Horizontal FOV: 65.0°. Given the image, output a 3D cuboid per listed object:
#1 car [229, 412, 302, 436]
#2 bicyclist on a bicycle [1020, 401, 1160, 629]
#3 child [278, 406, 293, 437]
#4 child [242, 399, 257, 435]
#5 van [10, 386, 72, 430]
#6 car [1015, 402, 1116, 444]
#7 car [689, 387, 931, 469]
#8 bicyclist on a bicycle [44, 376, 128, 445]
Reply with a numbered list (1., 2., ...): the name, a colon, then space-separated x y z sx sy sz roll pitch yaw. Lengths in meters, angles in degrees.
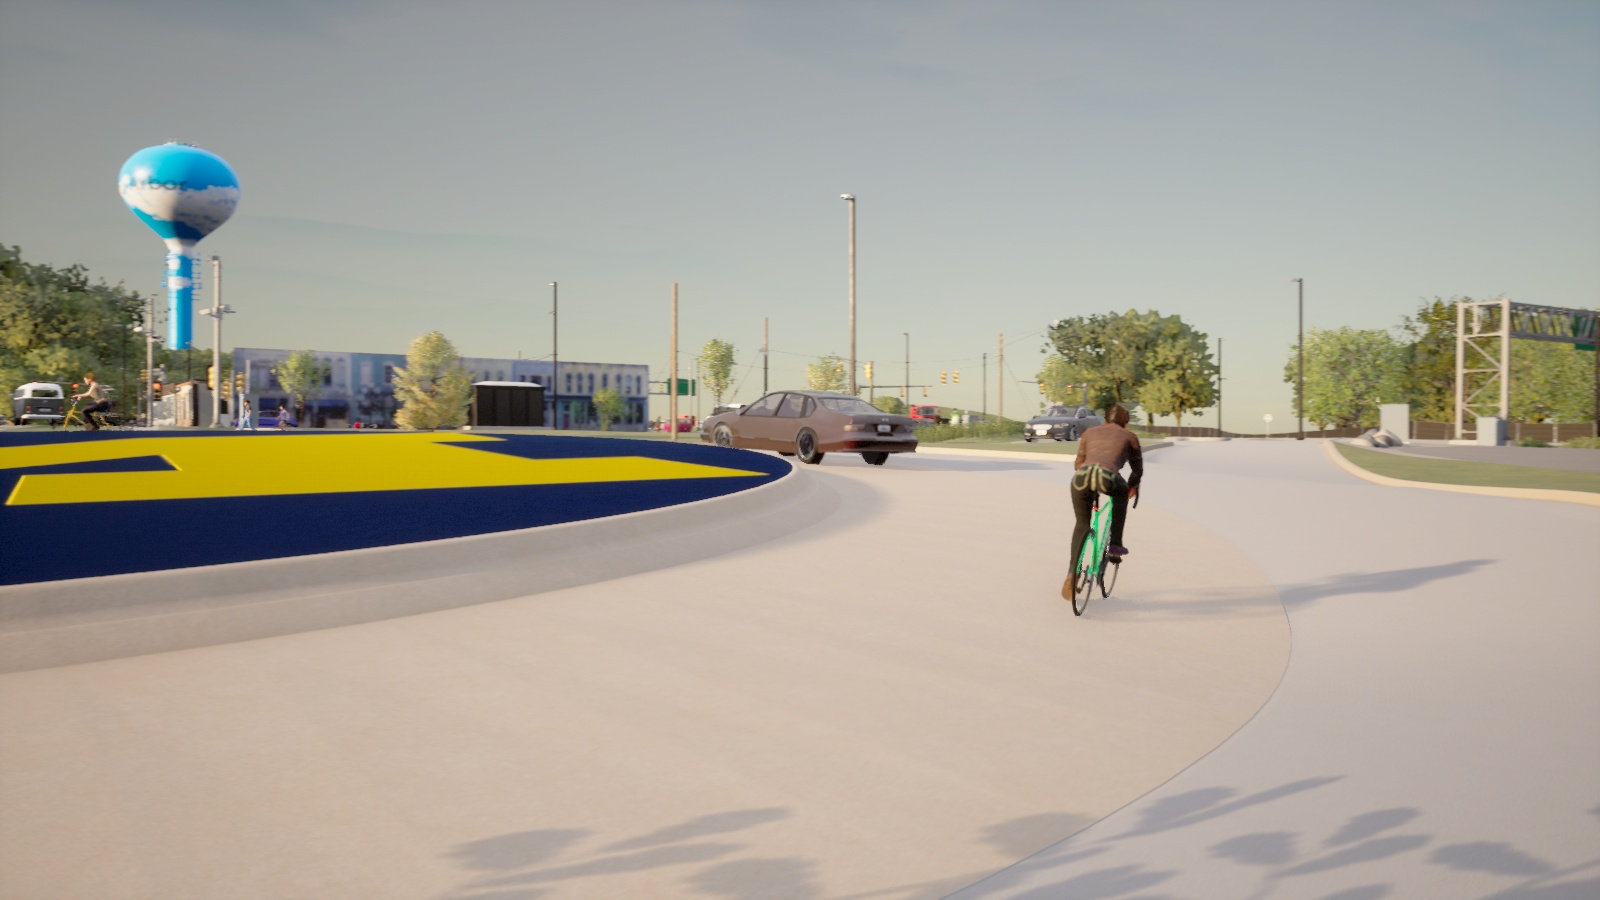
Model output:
1. car: -35.205 -1.712 82.702 4.193 1.474 1.816 0 0 -32
2. bicyclist on a bicycle: 2.348 0.445 10.023 0.582 1.620 1.656 7 5 25
3. child: -18.601 -1.043 45.400 0.255 1.110 0.394 0 0 38
4. child: -19.554 -1.158 44.625 0.437 1.263 0.270 0 0 -42
5. van: -37.062 -2.020 61.279 2.069 2.038 4.480 0 1 -38
6. car: 10.287 -1.029 48.362 2.128 1.511 4.902 0 1 34
7. car: 0.043 -0.485 25.155 2.033 1.411 5.357 1 2 -36
8. bicyclist on a bicycle: -16.970 -0.948 29.879 1.509 1.612 0.866 -1 2 -14
